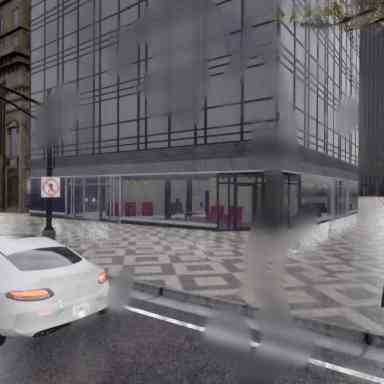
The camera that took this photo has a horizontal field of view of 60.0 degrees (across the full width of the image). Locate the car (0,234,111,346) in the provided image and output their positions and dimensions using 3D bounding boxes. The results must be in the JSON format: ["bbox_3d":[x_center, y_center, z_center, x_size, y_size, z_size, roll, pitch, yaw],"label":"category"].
[{"bbox_3d":[-3.487,1.524,6.168,4.674,1.442,1.812,0,0,35],"label":"car"}]
